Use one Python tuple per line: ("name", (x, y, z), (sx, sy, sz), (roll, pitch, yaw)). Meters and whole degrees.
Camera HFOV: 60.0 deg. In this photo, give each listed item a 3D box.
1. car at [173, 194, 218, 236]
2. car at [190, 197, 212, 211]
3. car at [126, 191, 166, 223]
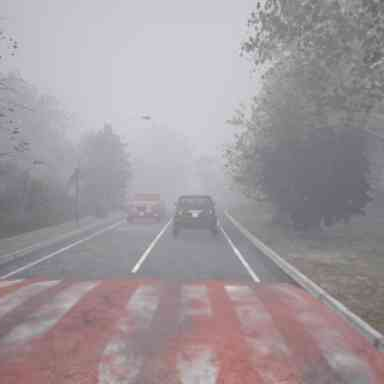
("car", (0.174, 1.087, 17.810), (2.150, 2.045, 5.566), (0, 1, 1))
("car", (0.980, 1.254, 35.139), (1.994, 1.385, 4.181), (0, 0, 6))
("car", (-3.112, 0.996, 23.775), (2.150, 2.045, 5.566), (0, 1, 2))
